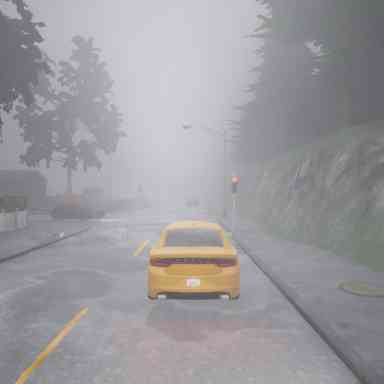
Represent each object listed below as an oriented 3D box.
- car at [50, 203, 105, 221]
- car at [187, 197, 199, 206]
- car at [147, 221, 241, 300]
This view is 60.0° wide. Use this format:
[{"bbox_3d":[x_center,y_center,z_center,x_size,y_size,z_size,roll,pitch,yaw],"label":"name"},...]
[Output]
[{"bbox_3d":[-9.193,1.564,26.854,4.181,1.385,1.994,0,0,11],"label":"car"},{"bbox_3d":[0.097,1.476,53.532,1.882,1.535,5.008,0,0,0],"label":"car"},{"bbox_3d":[0.048,1.477,8.463,1.882,1.535,5.008,0,0,1],"label":"car"}]
